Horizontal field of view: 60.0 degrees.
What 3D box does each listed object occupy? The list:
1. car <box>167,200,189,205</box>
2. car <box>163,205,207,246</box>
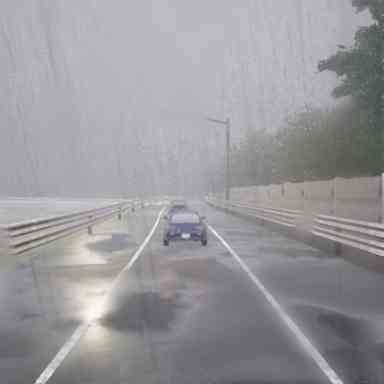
[{"bbox_3d":[-1.230,1.521,30.295,1.837,1.490,4.892,0,0,-4],"label":"car"},{"bbox_3d":[-0.335,1.535,15.228,1.812,1.442,4.674,0,0,-2],"label":"car"}]
